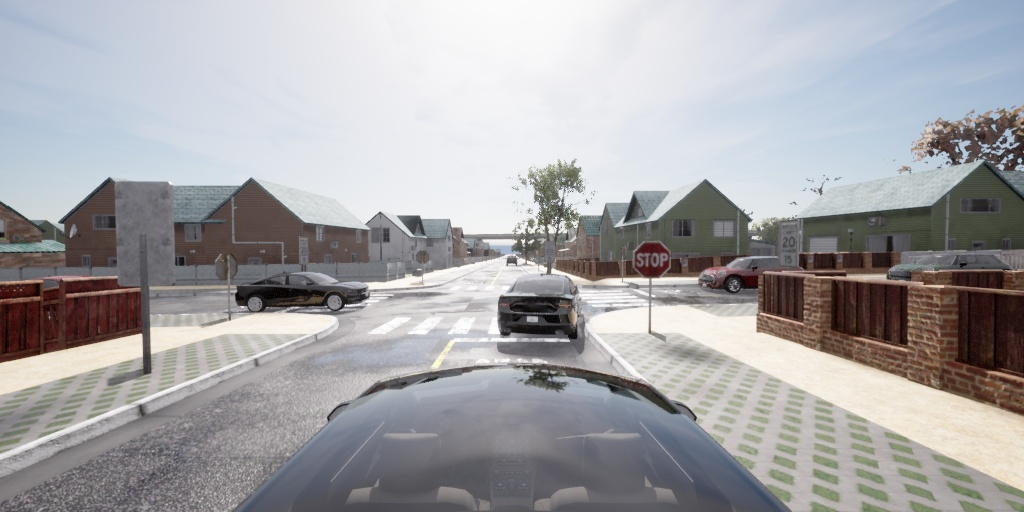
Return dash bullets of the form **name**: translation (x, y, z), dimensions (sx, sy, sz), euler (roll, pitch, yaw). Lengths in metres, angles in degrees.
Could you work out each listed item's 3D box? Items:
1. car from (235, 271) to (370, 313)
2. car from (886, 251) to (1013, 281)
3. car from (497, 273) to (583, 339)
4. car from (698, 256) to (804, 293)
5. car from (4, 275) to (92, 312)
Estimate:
- **car**: translation (-8.473, 1.376, 14.730), dimensions (5.008, 1.535, 1.882), euler (-1, 2, 0)
- **car**: translation (21.696, 0.646, 17.895), dimensions (4.553, 1.767, 2.097), euler (-1, 2, 0)
- **car**: translation (0.955, 1.224, 10.207), dimensions (1.882, 1.535, 5.008), euler (0, 0, 12)
- **car**: translation (11.801, 0.820, 17.820), dimensions (4.553, 1.767, 2.097), euler (-1, 2, 0)
- **car**: translation (-18.026, 1.546, 14.664), dimensions (5.008, 1.535, 1.882), euler (-1, 2, 0)
